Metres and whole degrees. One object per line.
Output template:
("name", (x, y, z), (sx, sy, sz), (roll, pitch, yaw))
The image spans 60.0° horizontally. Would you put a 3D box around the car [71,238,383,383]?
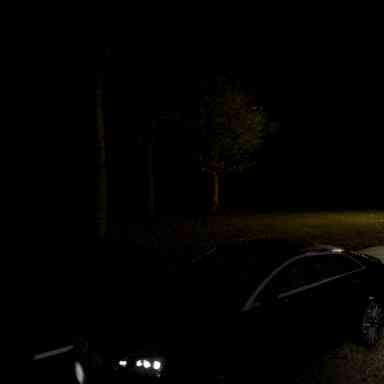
("car", (0.916, 1.471, 4.639), (4.902, 1.511, 2.128), (0, 0, -35))
